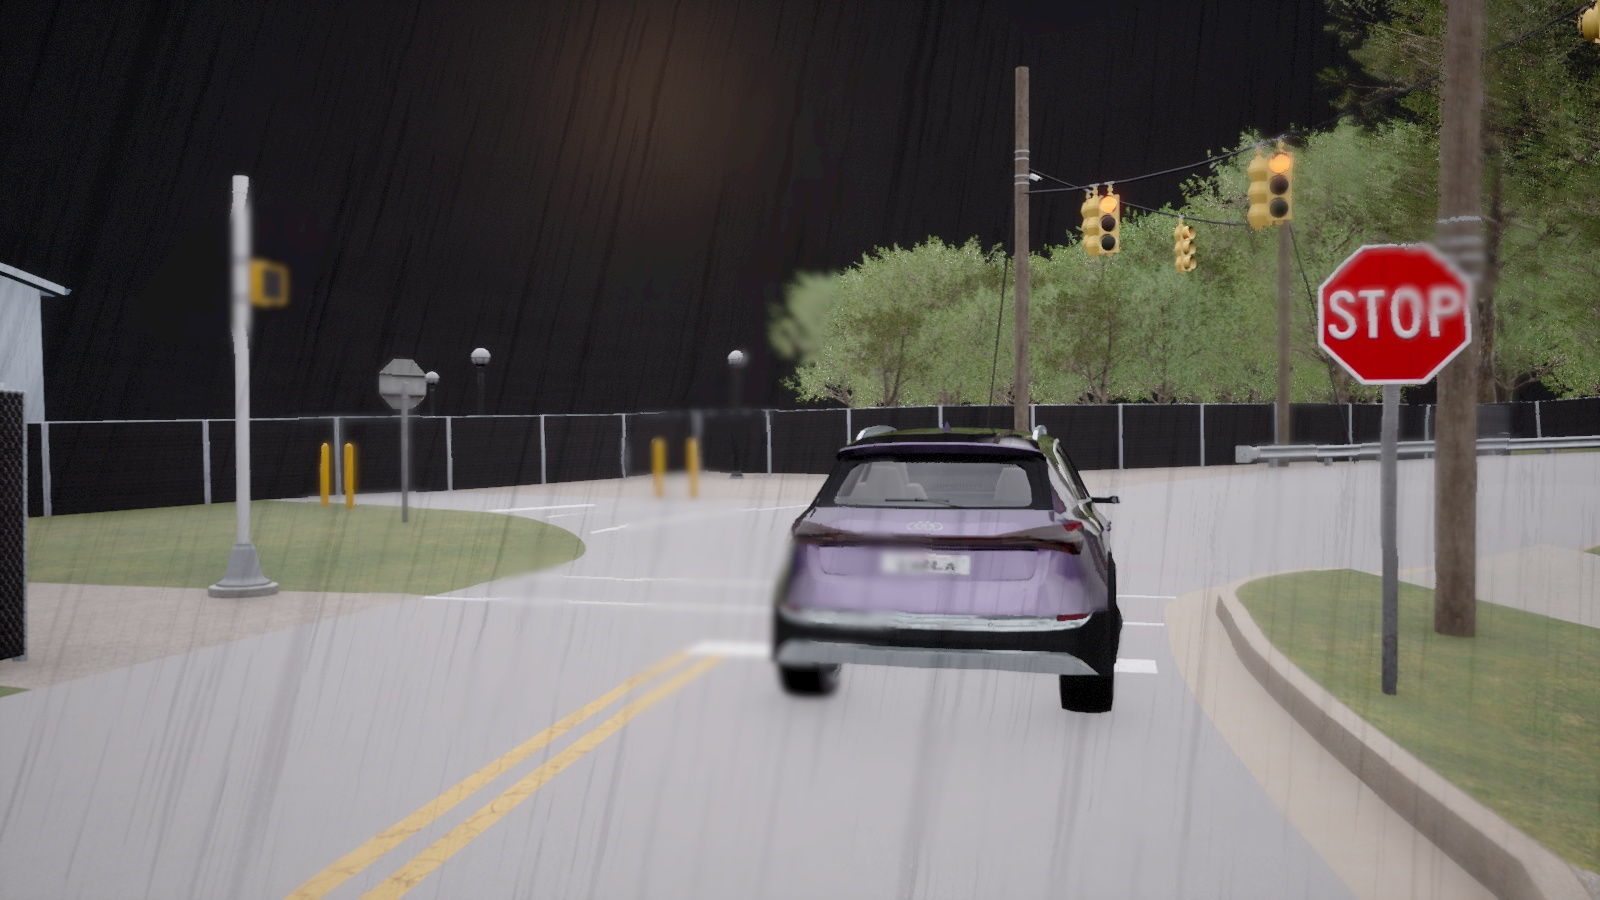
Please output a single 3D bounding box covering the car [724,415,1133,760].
[{"bbox_3d":[1.160,0.648,8.597,2.033,1.649,4.856,0,0,13],"label":"car"}]
